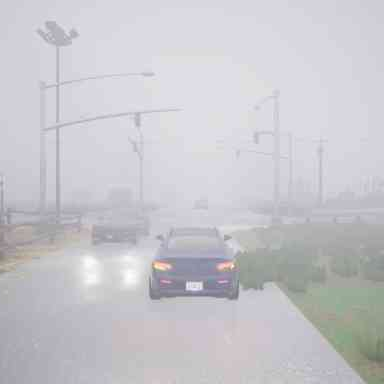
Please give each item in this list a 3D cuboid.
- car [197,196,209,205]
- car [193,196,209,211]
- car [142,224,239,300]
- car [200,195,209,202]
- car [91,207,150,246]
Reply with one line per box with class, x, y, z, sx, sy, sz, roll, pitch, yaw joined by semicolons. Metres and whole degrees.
car;1.955;1.512;57.938;2.033;1.411;5.357;0;0;3
car;1.134;1.512;40.582;2.033;1.411;5.357;0;0;3
car;0.044;1.526;8.271;1.812;1.442;4.674;0;0;0
car;2.773;1.496;73.734;2.033;1.411;5.357;0;0;3
car;-3.159;1.477;15.495;1.882;1.535;5.008;0;0;1
